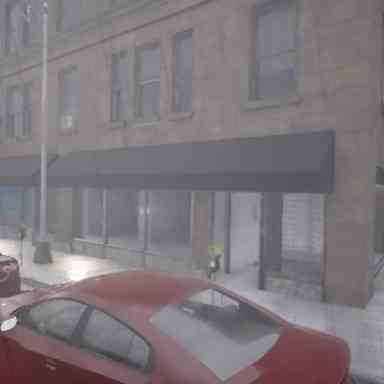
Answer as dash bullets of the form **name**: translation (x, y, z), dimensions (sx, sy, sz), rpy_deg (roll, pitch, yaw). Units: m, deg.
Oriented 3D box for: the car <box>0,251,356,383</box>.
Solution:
- **car**: translation (-0.757, 1.528, 3.491), dimensions (4.507, 1.381, 1.887), rpy_deg (0, 1, 36)
